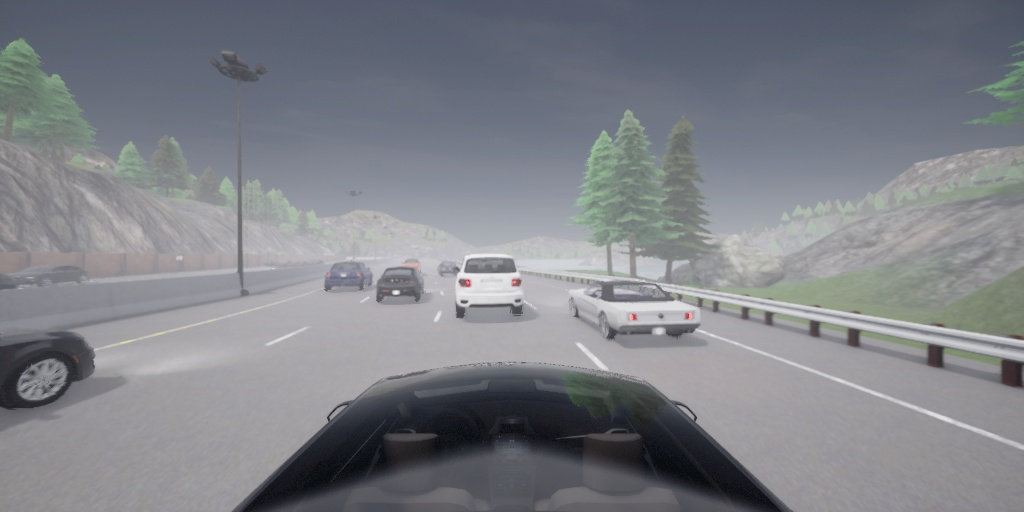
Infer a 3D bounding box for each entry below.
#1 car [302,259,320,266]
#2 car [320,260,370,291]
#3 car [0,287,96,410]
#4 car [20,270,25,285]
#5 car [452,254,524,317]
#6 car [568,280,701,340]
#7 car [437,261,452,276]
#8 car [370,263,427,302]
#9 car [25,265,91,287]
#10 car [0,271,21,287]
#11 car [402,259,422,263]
[{"bbox_3d":[-30.046,1.264,54.956,1.882,1.535,5.008,0,0,-15],"label":"car"},{"bbox_3d":[-9.990,1.108,22.248,2.097,1.767,4.553,0,0,-14],"label":"car"},{"bbox_3d":[-7.136,1.287,3.302,1.837,1.490,4.892,0,0,-1],"label":"car"},{"bbox_3d":[-26.730,1.357,16.775,1.837,1.490,4.892,0,0,-14],"label":"car"},{"bbox_3d":[-0.979,0.952,13.260,2.150,2.045,5.566,0,0,-8],"label":"car"},{"bbox_3d":[2.947,1.319,9.889,1.895,1.301,4.718,0,0,-5],"label":"car"},{"bbox_3d":[-6.495,1.256,36.343,2.033,1.411,5.357,0,0,-16],"label":"car"},{"bbox_3d":[-5.224,1.248,17.137,1.837,1.490,4.892,0,0,-11],"label":"car"},{"bbox_3d":[-32.690,1.370,25.352,1.837,1.490,4.892,0,0,-16],"label":"car"},{"bbox_3d":[-22.353,1.438,13.417,1.895,1.301,4.718,0,0,-11],"label":"car"},{"bbox_3d":[-11.113,1.076,39.810,2.097,1.767,4.553,0,0,-16],"label":"car"}]
